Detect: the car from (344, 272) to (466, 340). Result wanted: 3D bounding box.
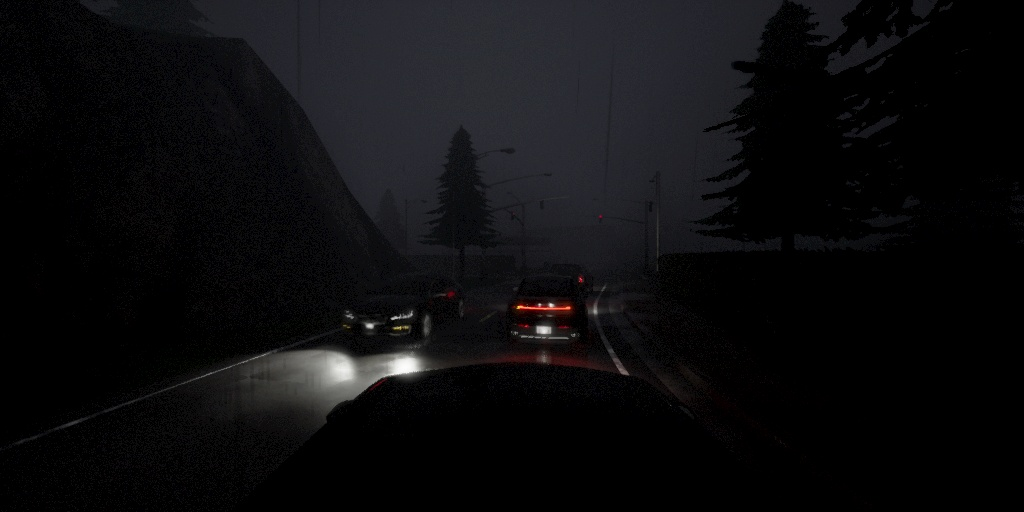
[{"bbox_3d":[-2.695,1.254,10.120,1.837,1.490,4.892,0,0,9],"label":"car"}]

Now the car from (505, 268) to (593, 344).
[{"bbox_3d":[1.018,1.255,9.661,1.837,1.490,4.892,0,0,9],"label":"car"}]

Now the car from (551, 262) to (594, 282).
[{"bbox_3d":[3.017,1.102,18.583,2.097,1.767,4.553,0,0,17],"label":"car"}]
